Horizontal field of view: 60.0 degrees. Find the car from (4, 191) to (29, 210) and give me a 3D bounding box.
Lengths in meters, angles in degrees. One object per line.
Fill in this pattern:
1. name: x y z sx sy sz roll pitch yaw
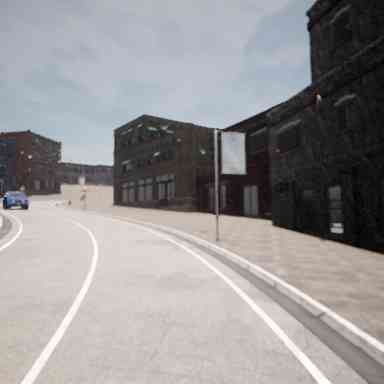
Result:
1. car: -20.289 0.968 38.401 2.150 2.045 5.566 2 -1 -34
